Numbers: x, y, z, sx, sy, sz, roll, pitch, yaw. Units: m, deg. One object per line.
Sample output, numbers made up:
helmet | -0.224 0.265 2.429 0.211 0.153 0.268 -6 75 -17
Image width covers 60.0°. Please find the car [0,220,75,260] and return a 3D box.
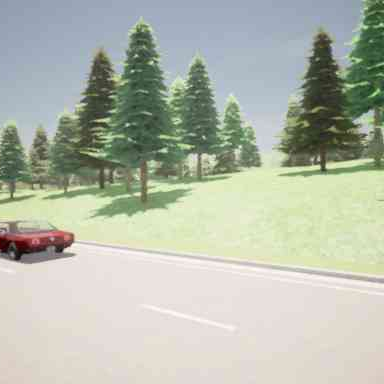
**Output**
car | -6.758 1.739 13.027 4.718 1.301 1.895 -1 0 36
